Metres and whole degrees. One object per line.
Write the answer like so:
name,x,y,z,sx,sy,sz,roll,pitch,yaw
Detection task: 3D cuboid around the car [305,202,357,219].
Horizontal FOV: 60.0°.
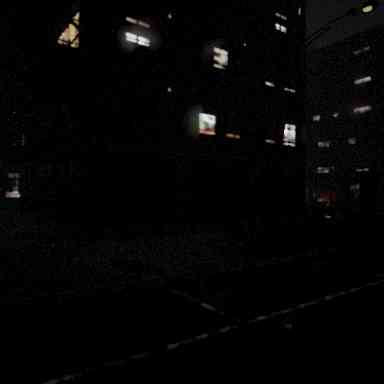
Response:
car,11.550,1.505,27.989,2.008,1.369,4.403,2,0,-36

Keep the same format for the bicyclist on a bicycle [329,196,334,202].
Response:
bicyclist on a bicycle,16.793,1.246,40.013,1.656,1.620,0.582,0,1,-36
